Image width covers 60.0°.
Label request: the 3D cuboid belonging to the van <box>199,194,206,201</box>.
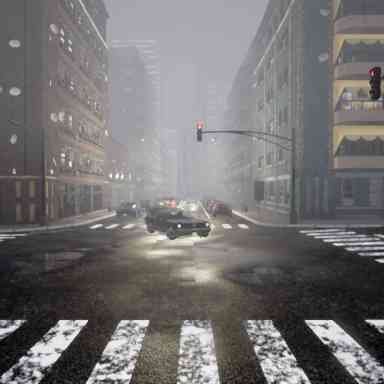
[{"bbox_3d":[2.730,1.377,85.584,1.690,1.788,3.998,-1,0,0],"label":"van"}]

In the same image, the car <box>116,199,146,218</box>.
[{"bbox_3d":[-5.679,1.568,30.366,1.947,1.339,4.313,0,0,0],"label":"car"}]

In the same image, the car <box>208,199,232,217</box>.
[{"bbox_3d":[2.702,1.584,30.349,1.802,1.307,4.206,0,0,0],"label":"car"}]

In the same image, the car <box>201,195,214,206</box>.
[{"bbox_3d":[2.711,1.553,46.919,1.887,1.381,4.507,0,0,0],"label":"car"}]

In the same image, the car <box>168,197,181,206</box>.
[{"bbox_3d":[-2.975,1.562,56.999,2.033,1.411,5.357,0,0,0],"label":"car"}]

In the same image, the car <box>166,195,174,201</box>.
[{"bbox_3d":[-5.649,1.561,85.431,1.752,1.417,4.829,0,0,0],"label":"car"}]

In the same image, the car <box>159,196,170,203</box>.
[{"bbox_3d":[-5.657,1.604,69.030,1.802,1.307,4.206,0,0,0],"label":"car"}]

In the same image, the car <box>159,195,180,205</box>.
[{"bbox_3d":[-3.053,1.358,42.595,2.097,1.767,4.553,0,0,0],"label":"car"}]

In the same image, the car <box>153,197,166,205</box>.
[{"bbox_3d":[-5.664,1.560,57.984,1.887,1.381,4.507,0,0,0],"label":"car"}]

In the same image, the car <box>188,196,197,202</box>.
[{"bbox_3d":[0.040,1.450,69.842,1.895,1.301,4.718,0,0,0],"label":"car"}]

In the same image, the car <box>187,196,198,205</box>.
[{"bbox_3d":[0.034,1.542,59.806,1.812,1.442,4.674,0,0,0],"label":"car"}]

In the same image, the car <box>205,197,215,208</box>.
[{"bbox_3d":[2.705,1.570,35.873,1.947,1.339,4.313,0,0,0],"label":"car"}]

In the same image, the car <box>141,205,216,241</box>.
[{"bbox_3d":[-0.874,1.600,17.151,1.895,1.301,4.718,0,0,-26],"label":"car"}]

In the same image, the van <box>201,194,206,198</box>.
[{"bbox_3d":[2.712,1.353,52.443,1.690,1.788,3.998,0,0,0],"label":"van"}]

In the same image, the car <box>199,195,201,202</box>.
[{"bbox_3d":[2.717,1.581,57.967,1.947,1.339,4.313,0,0,0],"label":"car"}]

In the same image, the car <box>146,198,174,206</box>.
[{"bbox_3d":[-3.077,1.565,31.006,1.994,1.385,4.181,0,0,0],"label":"car"}]
